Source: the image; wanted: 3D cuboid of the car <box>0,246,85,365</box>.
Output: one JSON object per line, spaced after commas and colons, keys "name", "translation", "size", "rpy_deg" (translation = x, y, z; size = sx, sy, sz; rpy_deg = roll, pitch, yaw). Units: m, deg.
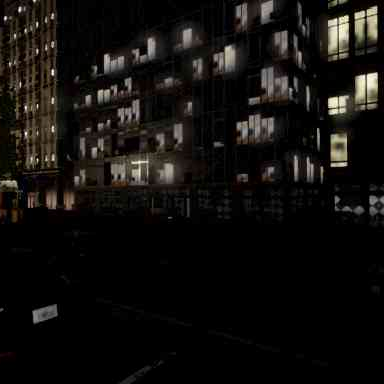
{"name": "car", "translation": [-3.538, 1.566, 5.395], "size": [4.313, 1.339, 1.947], "rpy_deg": [0, 0, 35]}
